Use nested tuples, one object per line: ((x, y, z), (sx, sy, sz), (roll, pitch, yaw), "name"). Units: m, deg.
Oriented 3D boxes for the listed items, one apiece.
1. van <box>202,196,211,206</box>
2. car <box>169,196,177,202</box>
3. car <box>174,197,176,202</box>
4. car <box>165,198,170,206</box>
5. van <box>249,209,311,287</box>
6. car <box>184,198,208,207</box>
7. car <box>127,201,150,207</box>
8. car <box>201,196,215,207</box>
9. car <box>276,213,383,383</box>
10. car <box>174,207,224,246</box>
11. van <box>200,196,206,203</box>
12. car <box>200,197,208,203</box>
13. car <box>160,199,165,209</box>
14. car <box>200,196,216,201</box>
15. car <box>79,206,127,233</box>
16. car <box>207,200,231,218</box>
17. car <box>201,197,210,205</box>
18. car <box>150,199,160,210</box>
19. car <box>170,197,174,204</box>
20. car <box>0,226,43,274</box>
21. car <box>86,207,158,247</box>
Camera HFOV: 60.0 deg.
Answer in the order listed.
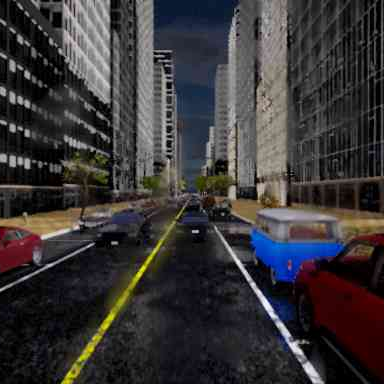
((2.866, 1.797, 66.122), (1.690, 1.788, 3.998), (-1, 0, 0), "van")
((-5.433, 2.083, 94.563), (1.967, 1.590, 4.097), (0, 0, 0), "car")
((-5.464, 2.118, 83.195), (2.008, 1.369, 4.403), (-1, 0, 0), "car")
((-5.529, 1.939, 60.291), (1.752, 1.417, 4.829), (-1, 0, 0), "car")
((2.705, 1.407, 9.287), (1.690, 1.788, 3.998), (-1, 0, 0), "van")
((0.198, 1.729, 34.327), (2.128, 1.511, 4.902), (0, 0, 0), "car")
((-5.609, 1.771, 32.043), (2.008, 1.369, 4.403), (-1, 0, 0), "car")
((2.849, 1.732, 60.439), (2.192, 1.841, 5.009), (-1, 0, 0), "car")
((2.689, 1.342, 3.604), (2.192, 1.841, 5.009), (-1, 0, 0), "car")
((0.143, 1.658, 15.879), (2.033, 1.411, 5.357), (0, 0, 0), "car")
((2.930, 1.949, 88.855), (1.690, 1.788, 3.998), (-1, 0, 0), "van")
((2.915, 2.010, 83.172), (1.967, 1.590, 4.097), (-1, 0, 0), "car")
((-5.562, 1.777, 49.094), (1.967, 1.590, 4.097), (-1, 0, 0), "car")
((2.833, 1.693, 54.755), (2.192, 1.841, 5.009), (-1, 0, 0), "car")
((-5.642, 1.693, 20.676), (2.008, 1.369, 4.403), (-1, 0, 0), "car")
((2.771, 1.774, 32.019), (2.008, 1.369, 4.403), (-1, 0, 0), "car")
((2.883, 1.934, 71.805), (1.967, 1.590, 4.097), (-1, 0, 0), "car")
((-5.577, 1.880, 43.410), (1.802, 1.307, 4.206), (-1, 0, 0), "car")
((-5.497, 2.057, 71.828), (1.947, 1.339, 4.313), (-1, 0, 0), "car")
((-5.673, 1.646, 9.309), (1.802, 1.307, 4.206), (-1, 0, 0), "car")
((-3.051, 1.657, 15.825), (2.033, 1.411, 5.357), (0, 0, 0), "car")
